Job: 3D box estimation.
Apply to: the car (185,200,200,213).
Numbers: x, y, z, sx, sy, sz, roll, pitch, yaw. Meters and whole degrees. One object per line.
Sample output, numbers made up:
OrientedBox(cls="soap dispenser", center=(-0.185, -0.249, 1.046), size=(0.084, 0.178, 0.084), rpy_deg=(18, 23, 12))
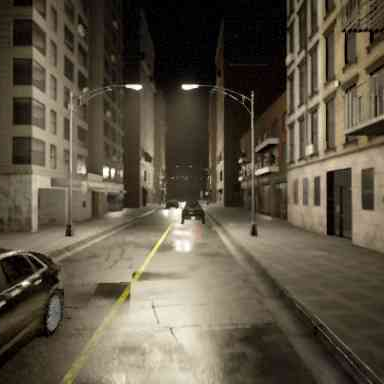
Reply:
OrientedBox(cls="car", center=(0.071, 1.792, 43.226), size=(1.882, 1.535, 5.008), rpy_deg=(0, 0, 0))

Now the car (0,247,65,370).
OrientedBox(cls="car", center=(-3.103, 1.535, 3.930), size=(1.837, 1.490, 4.892), rpy_deg=(0, 0, 0))

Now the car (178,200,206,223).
OrientedBox(cls="car", center=(0.084, 1.710, 27.378), size=(1.837, 1.490, 4.892), rpy_deg=(0, 0, 0))

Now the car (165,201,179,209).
OrientedBox(cls="car", center=(-3.028, 1.968, 51.201), size=(1.895, 1.301, 4.718), rpy_deg=(0, 0, 0))
